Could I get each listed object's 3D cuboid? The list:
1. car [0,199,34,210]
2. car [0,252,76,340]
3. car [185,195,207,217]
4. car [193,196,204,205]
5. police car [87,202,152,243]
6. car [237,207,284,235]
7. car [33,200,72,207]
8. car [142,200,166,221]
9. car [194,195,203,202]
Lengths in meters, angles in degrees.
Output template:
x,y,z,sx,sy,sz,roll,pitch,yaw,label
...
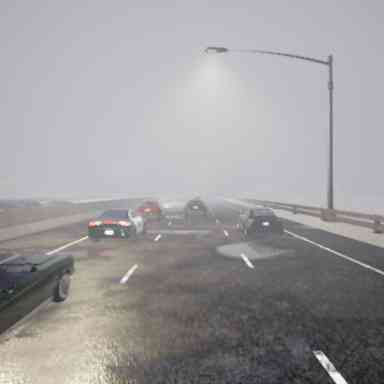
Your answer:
x,y,z,sx,sy,sz,roll,pitch,yaw,label
-17.232,1.519,34.419,2.033,1.411,5.357,0,0,1,car
-3.492,1.595,5.281,1.895,1.301,4.718,0,0,0,car
0.354,1.412,31.368,2.033,1.649,4.856,0,0,1,car
1.065,1.510,57.575,1.812,1.442,4.674,0,0,2,car
-3.418,1.491,16.219,2.038,1.542,4.974,0,0,1,police car
3.718,1.552,18.603,1.994,1.385,4.181,0,0,1,car
-13.738,1.521,34.215,2.033,1.411,5.357,0,0,1,car
-3.275,1.413,27.187,2.033,1.649,4.856,0,0,1,car
1.463,1.496,74.502,1.837,1.490,4.892,0,0,2,car
